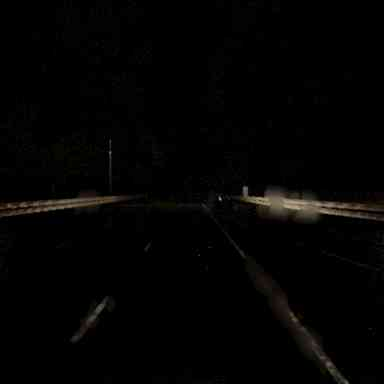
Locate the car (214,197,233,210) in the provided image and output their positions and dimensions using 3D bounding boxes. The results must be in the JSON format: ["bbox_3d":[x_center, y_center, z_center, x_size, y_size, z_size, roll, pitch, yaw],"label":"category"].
[{"bbox_3d":[3.762,1.324,40.276,2.128,1.511,4.902,0,0,-2],"label":"car"}]
